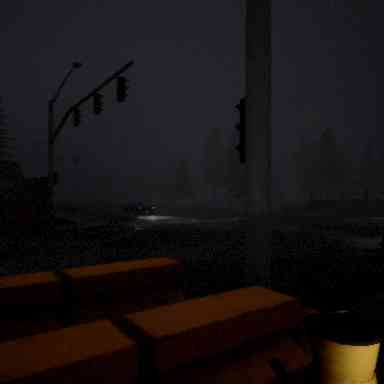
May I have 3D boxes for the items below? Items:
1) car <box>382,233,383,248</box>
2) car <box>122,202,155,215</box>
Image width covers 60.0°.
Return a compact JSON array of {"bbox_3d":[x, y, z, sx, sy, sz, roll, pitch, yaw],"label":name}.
[{"bbox_3d":[8.227,1.550,11.162,1.882,1.535,5.008,1,0,9],"label":"car"},{"bbox_3d":[-5.640,1.687,34.937,1.895,1.301,4.718,0,0,-33],"label":"car"}]
